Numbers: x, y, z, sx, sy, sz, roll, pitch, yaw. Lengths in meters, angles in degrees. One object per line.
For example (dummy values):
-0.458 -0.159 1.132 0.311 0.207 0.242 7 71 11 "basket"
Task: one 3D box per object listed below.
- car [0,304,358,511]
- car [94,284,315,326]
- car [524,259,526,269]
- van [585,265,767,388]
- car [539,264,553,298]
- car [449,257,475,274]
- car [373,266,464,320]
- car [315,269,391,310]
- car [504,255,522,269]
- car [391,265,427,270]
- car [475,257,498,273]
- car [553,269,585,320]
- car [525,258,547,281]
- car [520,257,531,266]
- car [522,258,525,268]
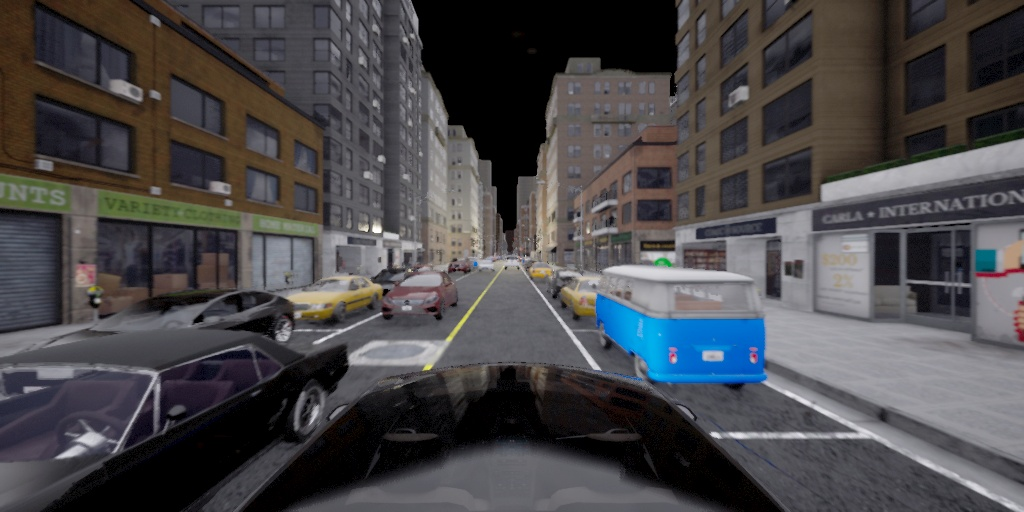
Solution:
-3.095 1.350 2.567 1.895 1.301 4.718 0 0 0 "car"
-5.858 1.311 6.603 1.948 1.339 4.313 0 0 0 "car"
2.665 1.275 40.626 1.948 1.339 4.313 0 0 0 "car"
2.668 1.087 6.609 1.690 1.789 3.998 0 0 0 "van"
2.667 1.286 17.948 2.007 1.370 4.403 0 0 0 "car"
-5.861 1.023 40.613 2.192 1.841 5.009 0 0 0 "car"
-3.051 1.266 12.781 1.812 1.442 4.674 0 0 0 "car"
-5.858 1.266 12.101 1.751 1.417 4.829 0 0 0 "car"
0.036 0.915 53.275 2.150 2.045 5.566 0 0 1 "car"
-5.859 1.301 17.939 1.948 1.339 4.313 0 0 0 "car"
-3.085 1.231 43.556 1.812 1.442 4.674 0 0 0 "car"
2.667 1.266 12.448 1.751 1.417 4.829 0 0 0 "car"
2.348 1.179 30.117 1.801 1.575 5.366 0 0 0 "car"
2.663 1.246 51.964 2.007 1.370 4.403 0 0 0 "car"
2.664 1.268 46.295 1.948 1.339 4.313 0 0 0 "car"
